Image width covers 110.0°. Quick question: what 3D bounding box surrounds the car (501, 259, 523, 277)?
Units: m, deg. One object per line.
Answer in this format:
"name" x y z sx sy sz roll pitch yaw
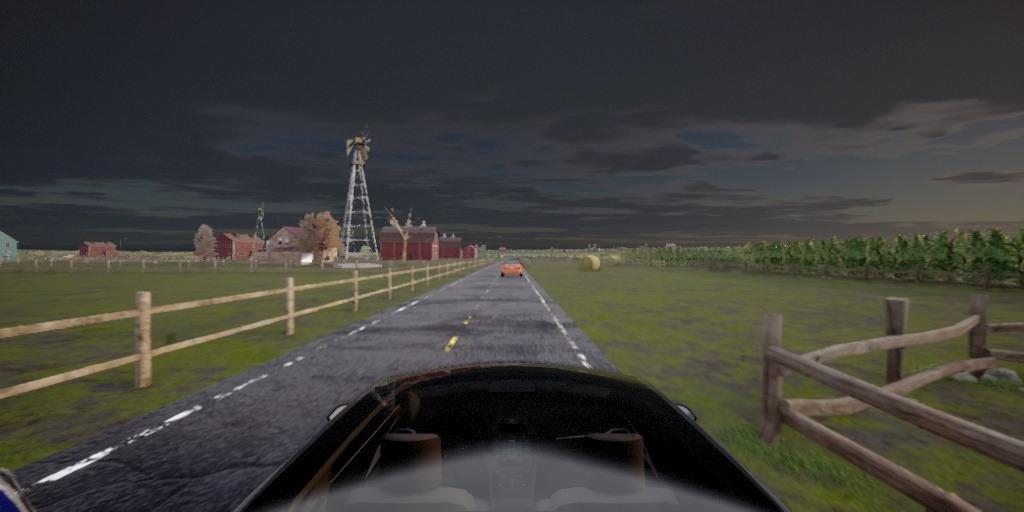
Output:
"car" -0.014 1.092 35.420 2.097 1.767 4.553 0 0 0
